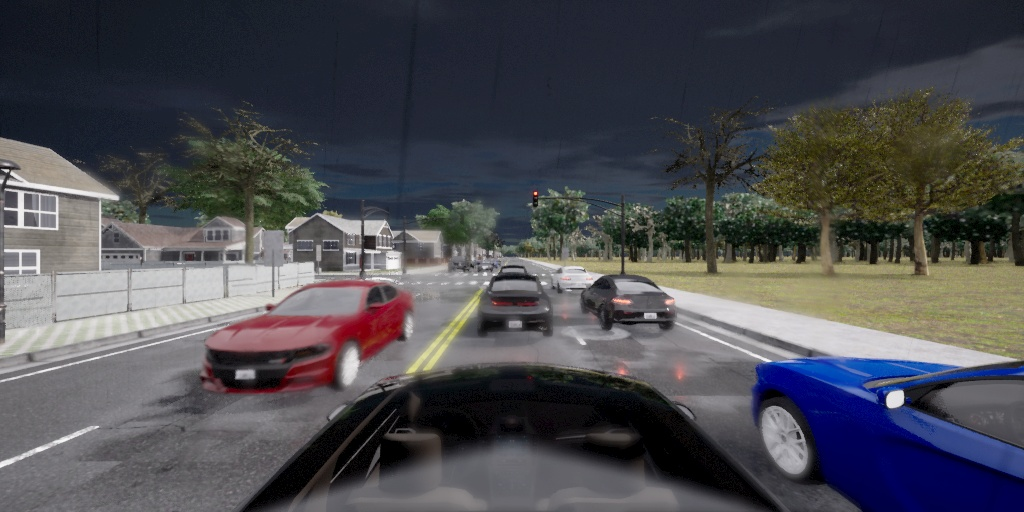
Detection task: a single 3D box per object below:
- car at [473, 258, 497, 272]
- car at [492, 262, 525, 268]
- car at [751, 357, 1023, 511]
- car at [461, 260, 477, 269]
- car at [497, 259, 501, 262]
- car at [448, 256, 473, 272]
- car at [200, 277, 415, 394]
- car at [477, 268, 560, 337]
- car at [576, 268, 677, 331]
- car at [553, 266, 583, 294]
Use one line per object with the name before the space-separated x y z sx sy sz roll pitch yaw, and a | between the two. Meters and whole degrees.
car | -3.314 1.233 45.419 2.128 1.511 4.902 0 0 -1
car | 0.074 1.255 19.709 1.837 1.490 4.892 0 0 0
car | 3.350 1.228 1.615 1.882 1.535 5.008 0 0 0
car | -6.537 1.334 55.251 1.895 1.301 4.718 0 0 0
car | -3.284 1.084 56.040 2.097 1.767 4.553 0 0 0
car | -6.557 0.964 45.088 2.150 2.045 5.566 0 0 0
car | -3.347 1.227 7.004 1.882 1.535 5.008 0 0 0
car | 0.091 1.255 10.293 1.837 1.490 4.892 0 0 0
car | 3.342 1.276 10.930 1.812 1.442 4.674 0 0 0
car | 3.327 1.276 20.035 1.812 1.442 4.674 0 0 0
